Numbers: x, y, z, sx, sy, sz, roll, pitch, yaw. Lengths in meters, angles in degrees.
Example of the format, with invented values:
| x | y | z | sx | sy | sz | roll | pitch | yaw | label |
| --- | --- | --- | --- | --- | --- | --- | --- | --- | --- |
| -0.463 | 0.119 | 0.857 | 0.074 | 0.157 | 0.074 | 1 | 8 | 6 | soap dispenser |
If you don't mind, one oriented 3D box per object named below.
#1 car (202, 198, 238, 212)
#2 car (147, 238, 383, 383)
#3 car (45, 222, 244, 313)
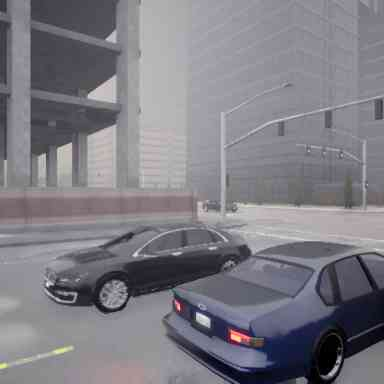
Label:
| x | y | z | sx | sy | sz | roll | pitch | yaw | label |
| --- | --- | --- | --- | --- | --- | --- | --- | --- | --- |
| 3.106 | 1.505 | 37.433 | 1.837 | 1.490 | 4.892 | 0 | 0 | -36 | car |
| 2.184 | 1.547 | 5.348 | 5.357 | 1.411 | 2.033 | 0 | 0 | -35 | car |
| -0.771 | 1.505 | 7.746 | 4.892 | 1.490 | 1.837 | 0 | 0 | -36 | car |
